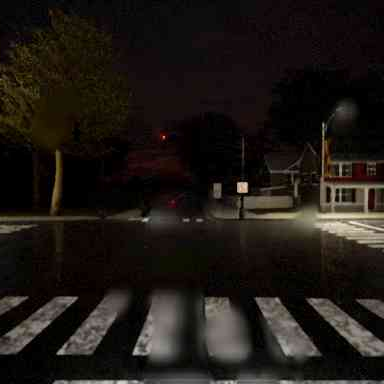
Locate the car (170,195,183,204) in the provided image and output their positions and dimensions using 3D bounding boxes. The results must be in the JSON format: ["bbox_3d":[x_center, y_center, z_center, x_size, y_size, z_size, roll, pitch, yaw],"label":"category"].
[{"bbox_3d":[-2.782,1.413,60.865,2.128,1.511,4.902,0,0,1],"label":"car"}]

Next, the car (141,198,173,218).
[{"bbox_3d":[-3.172,1.536,29.752,1.994,1.385,4.181,0,0,4],"label":"car"}]

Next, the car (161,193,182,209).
[{"bbox_3d":[-2.884,1.175,44.502,2.150,2.045,5.566,0,0,0],"label":"car"}]
